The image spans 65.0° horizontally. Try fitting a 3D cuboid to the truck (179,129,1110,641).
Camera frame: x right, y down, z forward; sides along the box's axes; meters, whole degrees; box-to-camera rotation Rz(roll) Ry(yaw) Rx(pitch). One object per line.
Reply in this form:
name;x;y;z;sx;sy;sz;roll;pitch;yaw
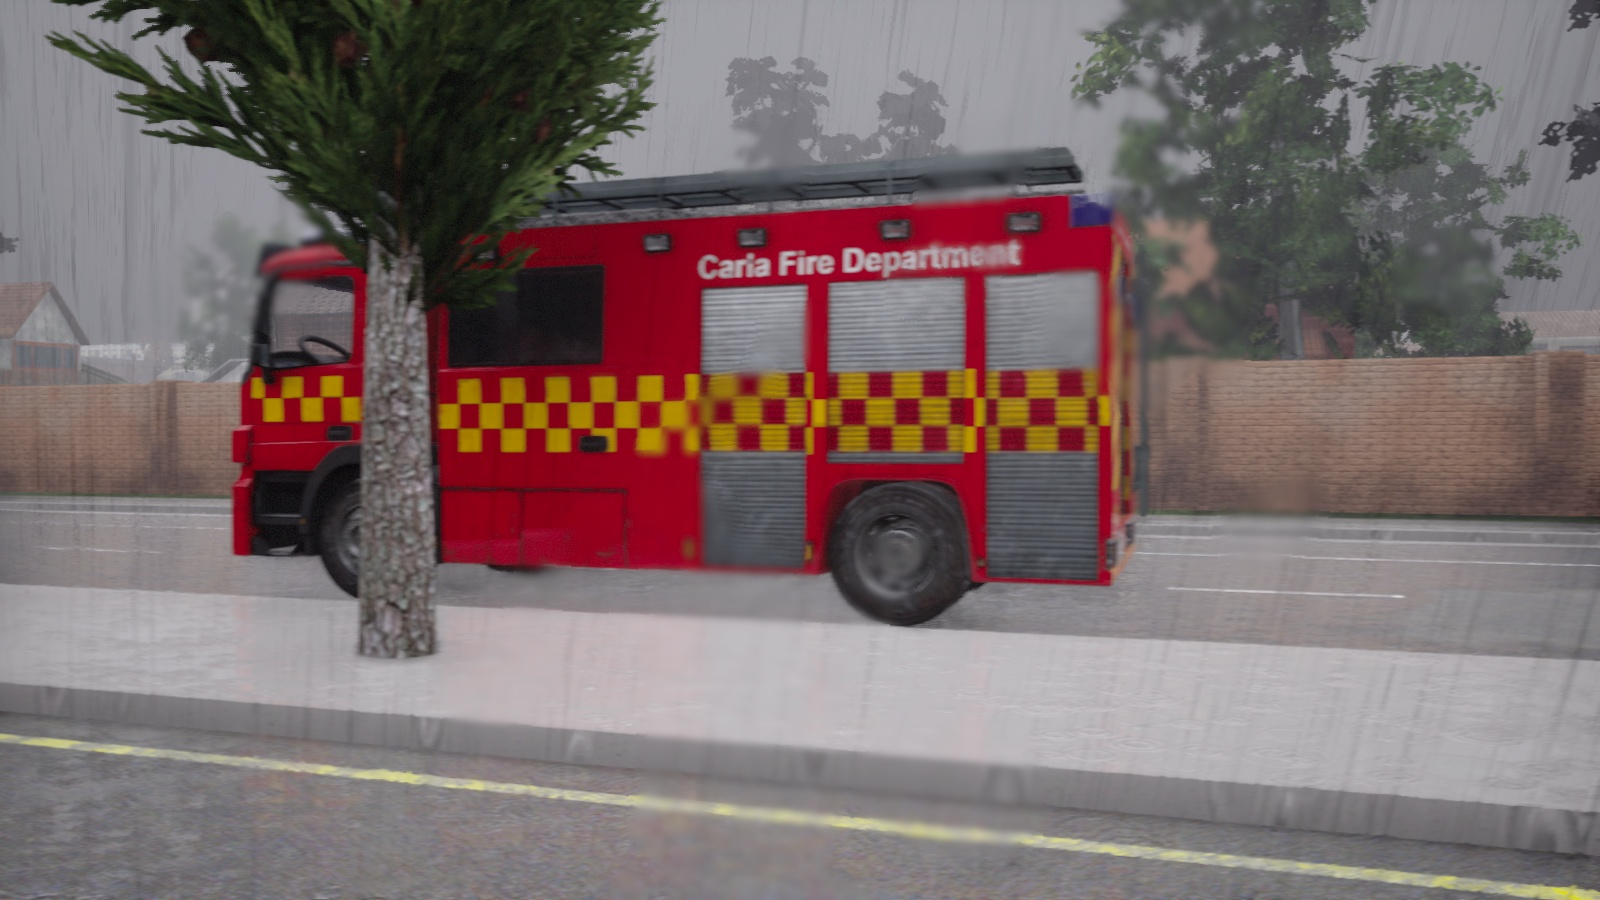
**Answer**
truck;-1.496;-0.538;12.117;8.468;3.827;2.891;1;1;19
